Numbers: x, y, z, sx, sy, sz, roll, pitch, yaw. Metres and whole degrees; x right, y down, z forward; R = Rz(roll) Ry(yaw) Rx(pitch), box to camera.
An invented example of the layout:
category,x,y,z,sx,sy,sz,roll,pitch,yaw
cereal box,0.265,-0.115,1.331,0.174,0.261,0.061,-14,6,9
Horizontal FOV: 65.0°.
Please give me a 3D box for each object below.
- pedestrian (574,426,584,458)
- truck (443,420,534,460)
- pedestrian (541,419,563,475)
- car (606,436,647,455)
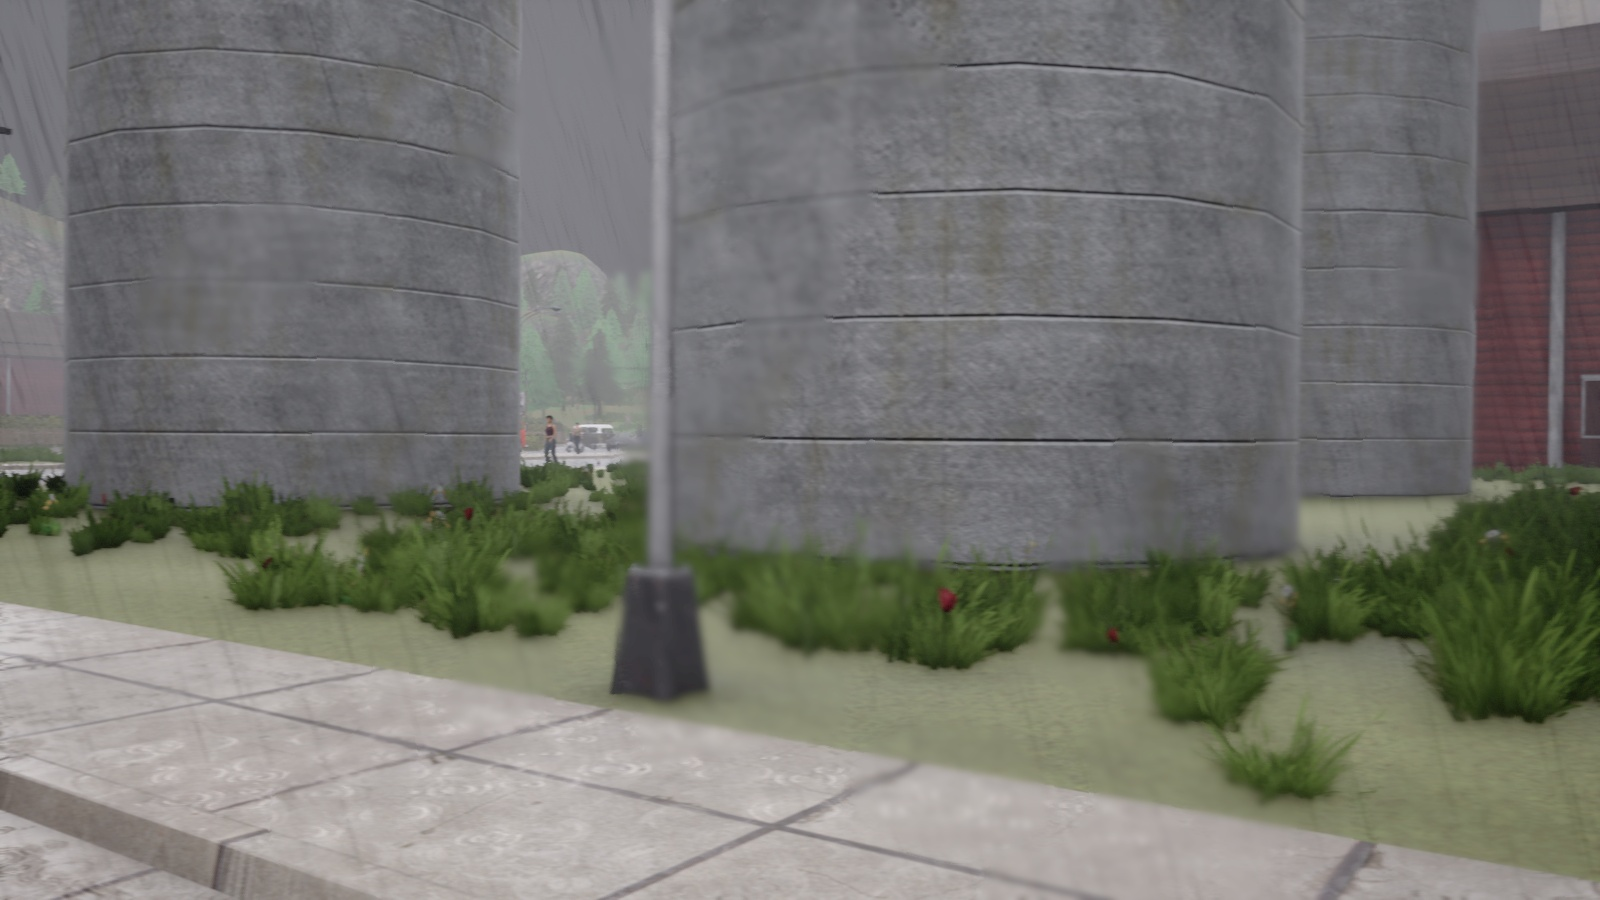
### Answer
category,x,y,z,sx,sy,sz,roll,pitch,yaw
pedestrian,-12.537,-0.463,71.158,0.345,1.836,0.594,0,1,13
truck,-19.780,-0.653,80.036,2.627,2.467,5.204,0,1,34
pedestrian,-8.243,-0.104,41.727,0.345,1.836,0.594,0,1,37
car,-12.906,-0.367,93.682,1.994,1.385,4.181,-1,1,8
